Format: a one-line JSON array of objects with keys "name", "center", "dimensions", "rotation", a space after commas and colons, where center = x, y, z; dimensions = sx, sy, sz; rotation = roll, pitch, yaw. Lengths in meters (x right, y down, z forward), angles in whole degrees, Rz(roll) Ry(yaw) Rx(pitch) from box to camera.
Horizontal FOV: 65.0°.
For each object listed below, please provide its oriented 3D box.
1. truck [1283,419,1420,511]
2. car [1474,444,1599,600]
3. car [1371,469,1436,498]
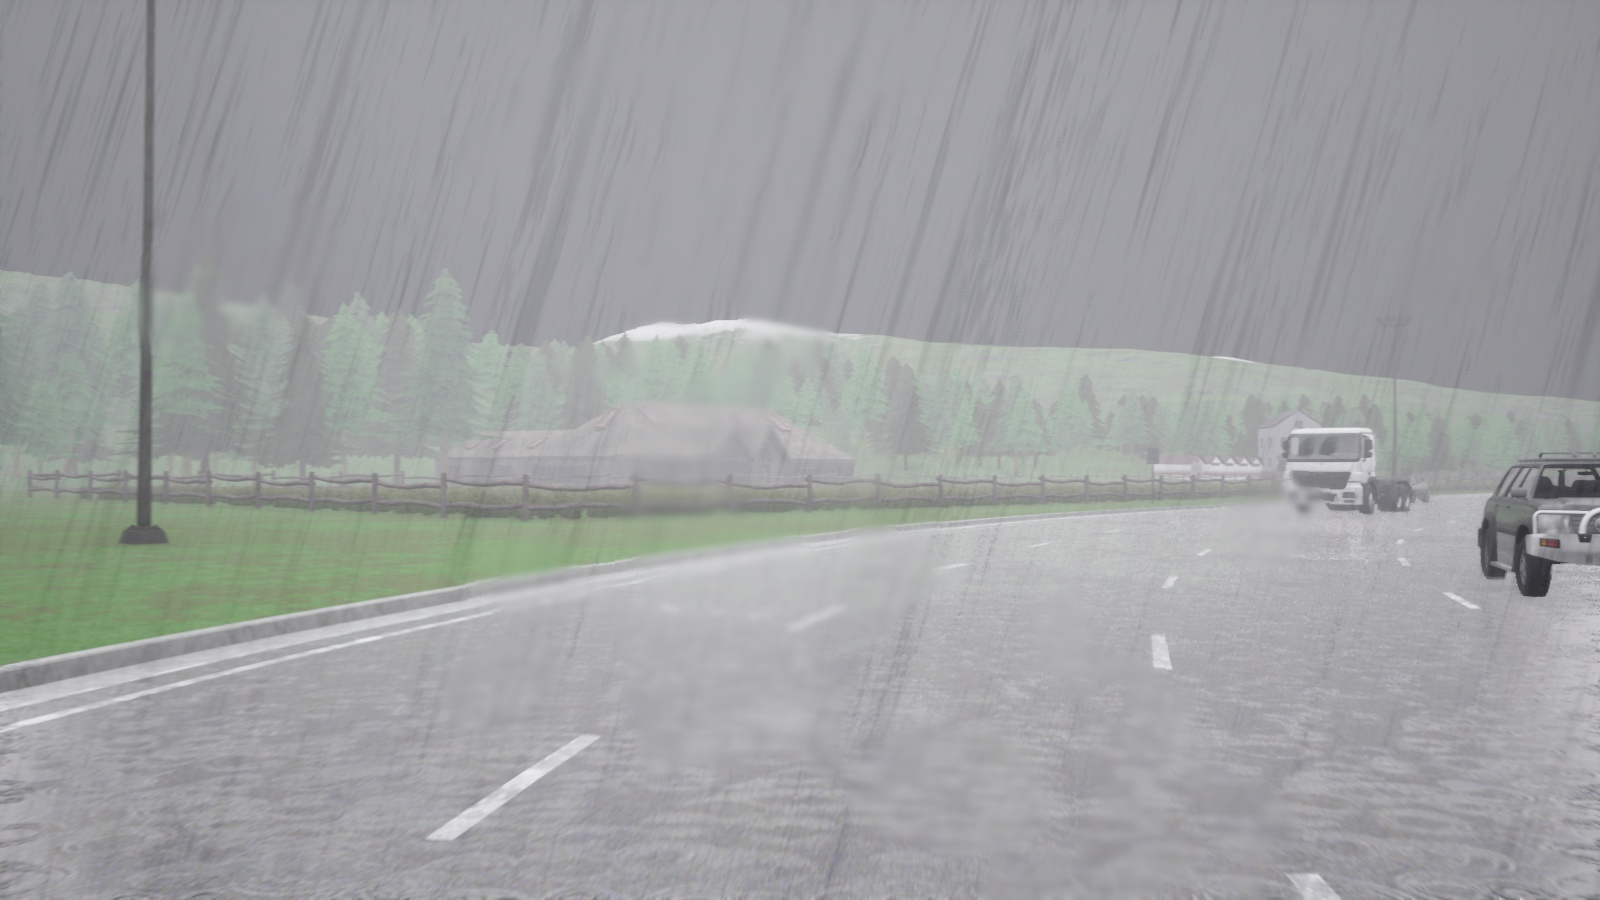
[{"name": "truck", "center": [22.511, 0.619, 51.034], "dimensions": [2.891, 3.462, 7.936], "rotation": [-1, -1, 41]}, {"name": "car", "center": [10.596, 0.884, 17.033], "dimensions": [1.932, 1.855, 4.605], "rotation": [-1, -1, 20]}, {"name": "car", "center": [32.766, 1.803, 68.129], "dimensions": [2.007, 1.525, 4.514], "rotation": [-1, -1, 41]}]
